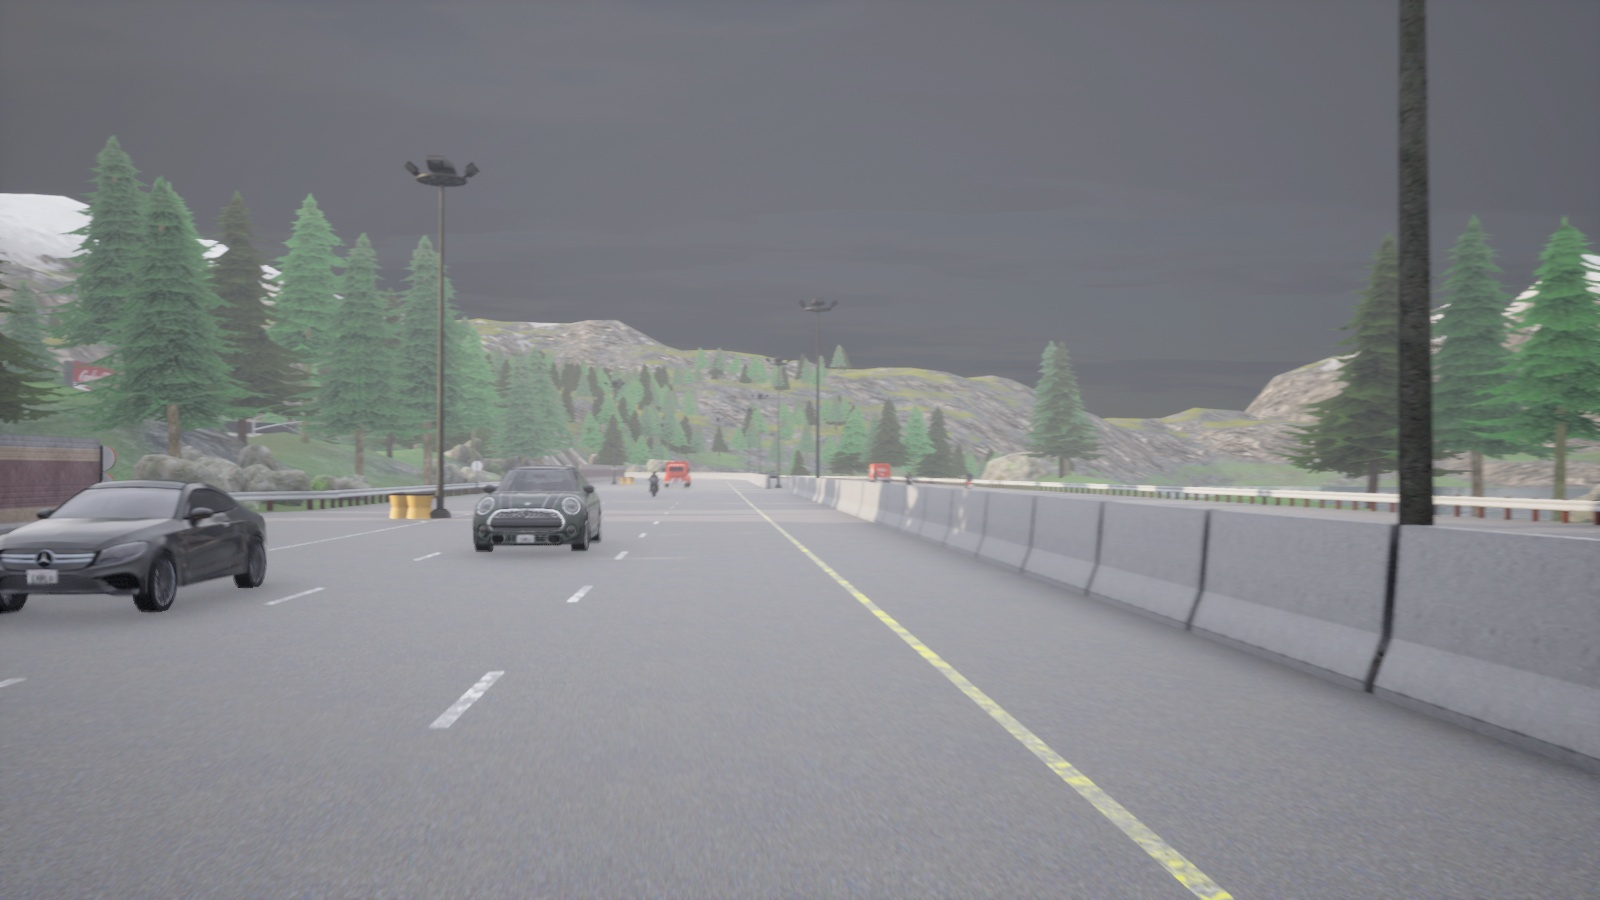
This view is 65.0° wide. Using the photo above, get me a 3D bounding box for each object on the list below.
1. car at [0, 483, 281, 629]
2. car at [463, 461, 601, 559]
[{"bbox_3d":[-8.036,1.155,15.272,1.812,1.442,4.674,0,-1,-4],"label":"car"},{"bbox_3d":[-5.265,1.135,25.263,2.097,1.767,4.553,0,-1,-4],"label":"car"}]
